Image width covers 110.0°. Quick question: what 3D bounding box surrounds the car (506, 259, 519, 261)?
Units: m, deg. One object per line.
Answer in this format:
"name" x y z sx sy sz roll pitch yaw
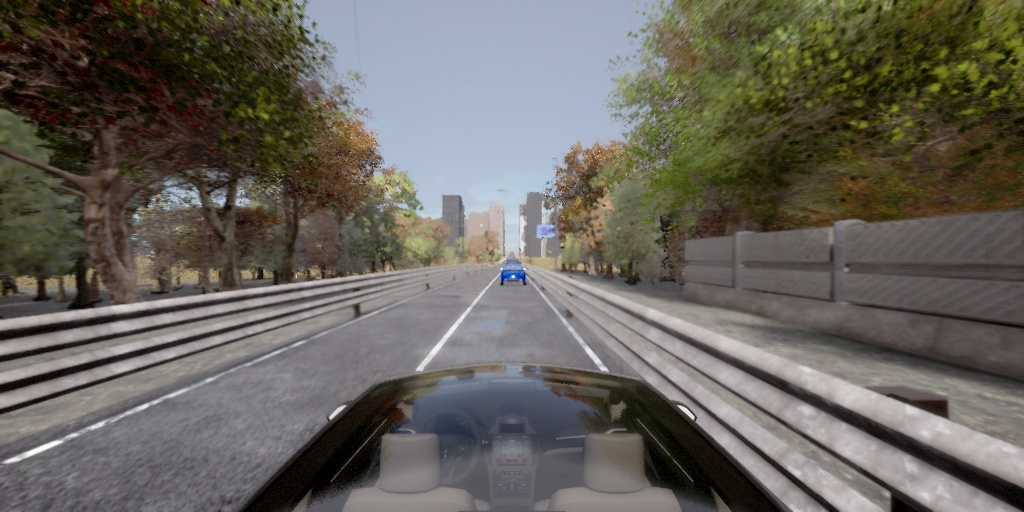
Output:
"car" 0.089 1.377 47.140 2.150 2.045 5.566 0 -1 0

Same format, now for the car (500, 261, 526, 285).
"car" 0.092 1.365 28.149 1.882 1.535 5.008 0 -1 0
